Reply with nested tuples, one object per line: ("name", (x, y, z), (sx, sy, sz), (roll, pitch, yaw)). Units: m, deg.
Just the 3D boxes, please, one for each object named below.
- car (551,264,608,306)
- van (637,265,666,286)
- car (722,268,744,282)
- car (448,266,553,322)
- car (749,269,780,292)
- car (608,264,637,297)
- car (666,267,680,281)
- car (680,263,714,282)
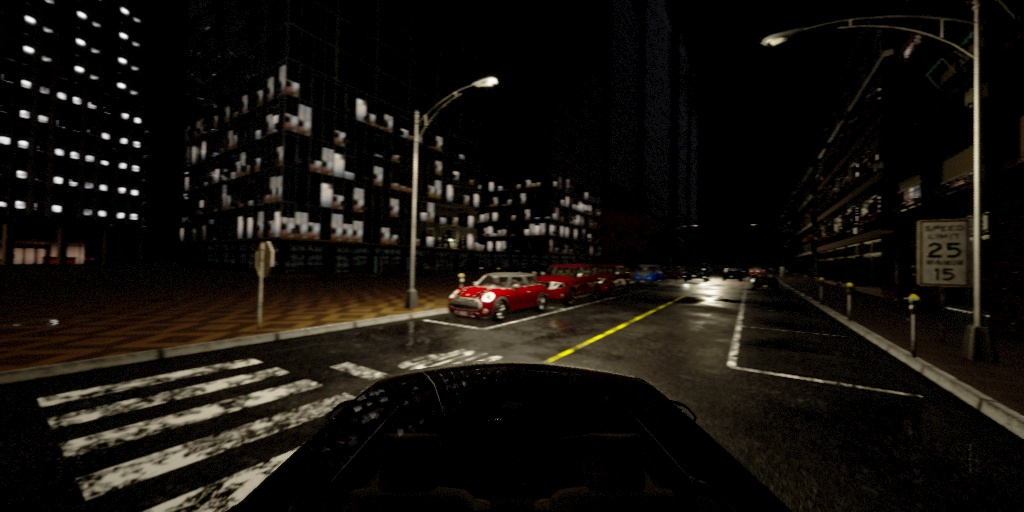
("car", (2.694, 1.300, 17.615), (2.192, 1.841, 5.009), (0, 0, 34))
("van", (12.065, 1.651, 31.723), (1.690, 1.789, 3.998), (0, 0, 34))
("car", (25.583, 2.142, 41.618), (2.128, 1.511, 4.902), (1, -1, 34))
("car", (-0.429, 1.315, 12.913), (1.967, 1.591, 4.097), (0, 0, 34))
("car", (19.056, 1.928, 27.102), (2.007, 1.370, 4.403), (0, 0, 34))
("car", (5.818, 1.409, 22.318), (2.192, 1.841, 5.009), (0, 0, 34))
("car", (18.313, 2.104, 41.129), (1.802, 1.307, 4.207), (0, 0, 34))
("car", (20.299, 1.756, 39.244), (2.150, 2.045, 5.566), (1, -1, 34))
